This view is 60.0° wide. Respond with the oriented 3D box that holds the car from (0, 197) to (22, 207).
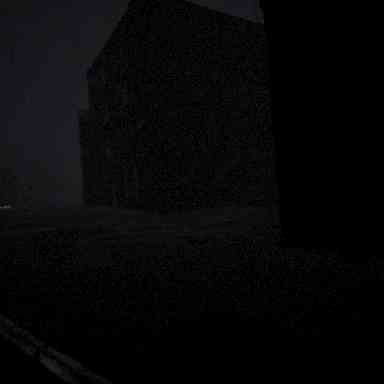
[{"bbox_3d":[-28.401,1.477,51.820,1.994,1.385,4.181,-4,3,0],"label":"car"}]
